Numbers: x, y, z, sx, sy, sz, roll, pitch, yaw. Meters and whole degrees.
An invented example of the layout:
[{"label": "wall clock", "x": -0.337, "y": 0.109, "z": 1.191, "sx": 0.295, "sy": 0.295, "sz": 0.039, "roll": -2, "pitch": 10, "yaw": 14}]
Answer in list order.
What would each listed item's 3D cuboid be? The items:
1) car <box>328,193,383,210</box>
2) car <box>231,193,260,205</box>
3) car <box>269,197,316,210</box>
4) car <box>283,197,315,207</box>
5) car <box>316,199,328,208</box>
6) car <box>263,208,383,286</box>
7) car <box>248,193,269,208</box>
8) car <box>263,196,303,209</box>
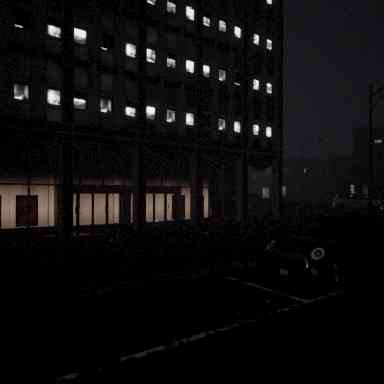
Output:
[{"label": "car", "x": 17.744, "y": 1.142, "z": 35.056, "sx": 2.150, "sy": 2.045, "sz": 5.566, "roll": 0, "pitch": 0, "yaw": -36}, {"label": "car", "x": 9.210, "y": 1.168, "z": 57.629, "sx": 2.192, "sy": 1.841, "sz": 5.009, "roll": 1, "pitch": 0, "yaw": -35}, {"label": "car", "x": 11.760, "y": 1.427, "z": 39.201, "sx": 2.008, "sy": 1.369, "sz": 4.403, "roll": 1, "pitch": 0, "yaw": -35}, {"label": "car", "x": 15.505, "y": 1.481, "z": 48.520, "sx": 1.802, "sy": 1.307, "sz": 4.206, "roll": 1, "pitch": 0, "yaw": -35}, {"label": "car", "x": 18.557, "y": 1.447, "z": 44.105, "sx": 1.752, "sy": 1.417, "sz": 4.829, "roll": 1, "pitch": 0, "yaw": -35}, {"label": "car", "x": 3.879, "y": 1.441, "z": 9.328, "sx": 4.097, "sy": 1.590, "sz": 1.967, "roll": 0, "pitch": 0, "yaw": -36}, {"label": "car", "x": 8.613, "y": 1.168, "z": 43.756, "sx": 2.192, "sy": 1.841, "sz": 5.009, "roll": 1, "pitch": 0, "yaw": -35}, {"label": "car", "x": 11.858, "y": 1.353, "z": 43.609, "sx": 1.882, "sy": 1.535, "sz": 5.008, "roll": 0, "pitch": 0, "yaw": -35}]
